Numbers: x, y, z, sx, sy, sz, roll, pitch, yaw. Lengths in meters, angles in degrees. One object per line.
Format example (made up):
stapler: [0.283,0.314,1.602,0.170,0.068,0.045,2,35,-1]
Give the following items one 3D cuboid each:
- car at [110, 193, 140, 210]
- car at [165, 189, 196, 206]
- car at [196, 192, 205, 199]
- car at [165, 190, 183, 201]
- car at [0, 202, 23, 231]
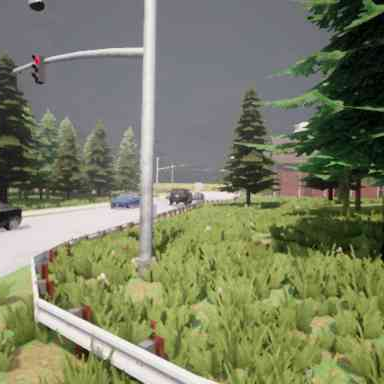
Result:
car: [-6.473,0.902,33.181,1.882,1.535,5.008,1,1,10]
car: [-1.300,0.620,41.572,2.150,2.045,5.566,1,0,9]
car: [1.108,0.746,57.473,2.033,1.411,5.357,1,1,9]
car: [-2.930,0.510,54.688,2.097,1.767,4.553,1,1,8]
car: [-9.910,1.121,14.980,1.882,1.535,5.008,1,1,11]
